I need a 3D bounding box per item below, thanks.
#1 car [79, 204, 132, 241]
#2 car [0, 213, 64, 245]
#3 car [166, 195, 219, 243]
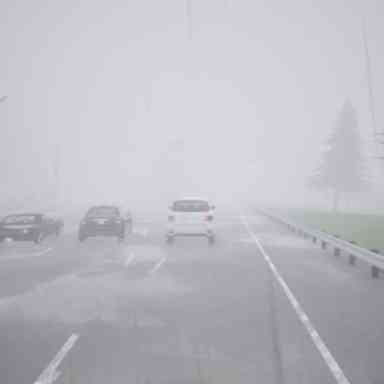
[{"bbox_3d":[-4.309,1.418,17.201,2.097,1.767,4.553,0,0,-5],"label":"car"},{"bbox_3d":[-7.677,1.667,15.893,1.895,1.301,4.718,0,0,-5],"label":"car"},{"bbox_3d":[-0.007,1.280,16.508,2.150,2.045,5.566,0,0,1],"label":"car"}]
